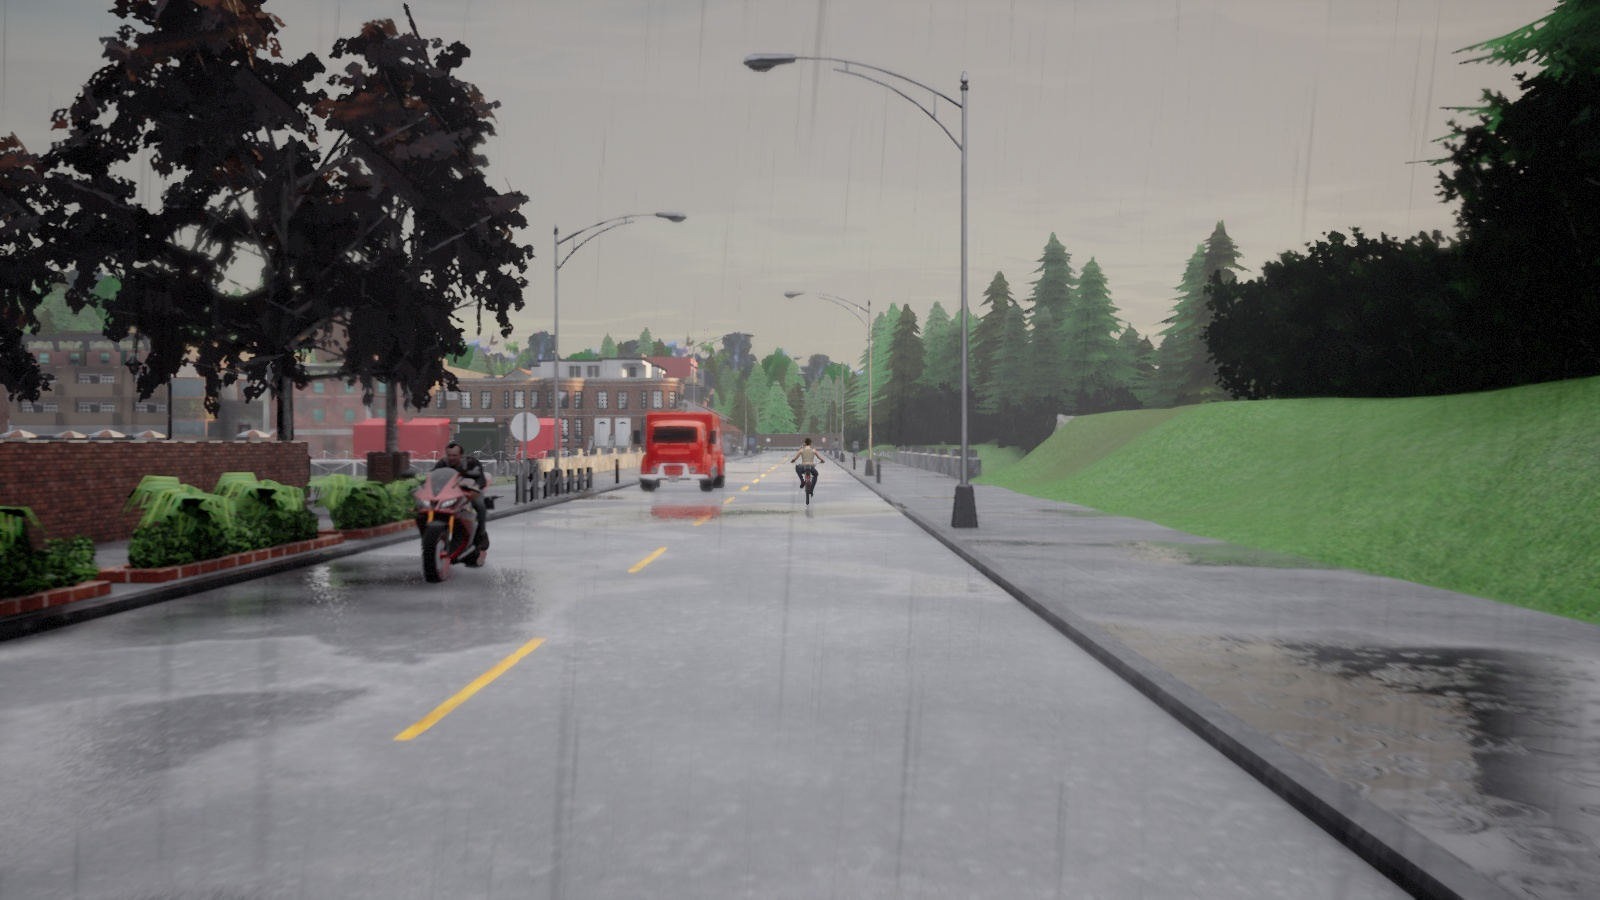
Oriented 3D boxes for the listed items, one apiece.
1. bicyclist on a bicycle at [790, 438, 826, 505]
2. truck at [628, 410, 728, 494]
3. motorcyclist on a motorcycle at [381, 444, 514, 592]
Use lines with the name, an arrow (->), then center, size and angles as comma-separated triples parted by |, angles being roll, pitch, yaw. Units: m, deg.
bicyclist on a bicycle -> 0.190, 0.509, 30.870 | 0.866, 1.612, 1.509 | 0, 0, 0
truck -> -3.759, 0.028, 39.768 | 2.627, 2.467, 5.204 | 0, 1, 0
motorcyclist on a motorcycle -> -3.905, 0.699, 14.116 | 0.866, 1.530, 2.191 | 0, 0, 0
